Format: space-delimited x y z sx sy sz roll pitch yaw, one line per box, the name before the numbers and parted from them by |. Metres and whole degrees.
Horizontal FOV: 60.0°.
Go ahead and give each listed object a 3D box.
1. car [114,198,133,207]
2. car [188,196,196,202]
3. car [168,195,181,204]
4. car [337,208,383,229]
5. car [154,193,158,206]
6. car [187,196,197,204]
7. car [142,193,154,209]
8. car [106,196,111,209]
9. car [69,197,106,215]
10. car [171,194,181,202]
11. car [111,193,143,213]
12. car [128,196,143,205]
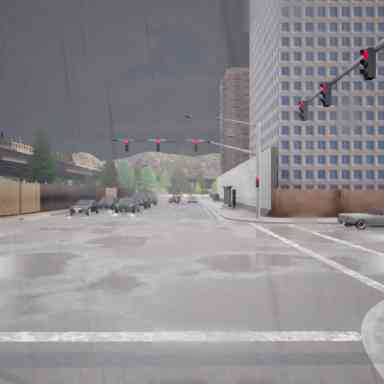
car | -10.595 1.601 51.881 1.895 1.301 4.718 0 0 0
car | -0.010 1.595 74.805 1.895 1.301 4.718 0 0 0
car | -3.510 1.601 64.232 1.895 1.301 4.718 0 0 0
car | 11.850 1.656 21.142 4.718 1.301 1.895 0 0 0
car | -7.073 1.221 56.904 2.150 2.045 5.566 0 0 0
car | 0.086 1.601 64.563 1.895 1.301 4.718 0 0 0
car | -7.091 1.221 46.175 2.150 2.045 5.566 0 0 0
car | -10.598 1.352 42.087 2.097 1.767 4.553 0 0 0
car | -10.608 1.492 33.191 2.128 1.511 4.902 0 0 1
car | -3.511 1.305 74.425 1.882 1.535 5.008 0 0 0
car | -7.093 1.352 36.739 2.097 1.767 4.553 0 0 0
car | -10.568 1.478 62.100 1.882 1.535 5.008 0 0 0
